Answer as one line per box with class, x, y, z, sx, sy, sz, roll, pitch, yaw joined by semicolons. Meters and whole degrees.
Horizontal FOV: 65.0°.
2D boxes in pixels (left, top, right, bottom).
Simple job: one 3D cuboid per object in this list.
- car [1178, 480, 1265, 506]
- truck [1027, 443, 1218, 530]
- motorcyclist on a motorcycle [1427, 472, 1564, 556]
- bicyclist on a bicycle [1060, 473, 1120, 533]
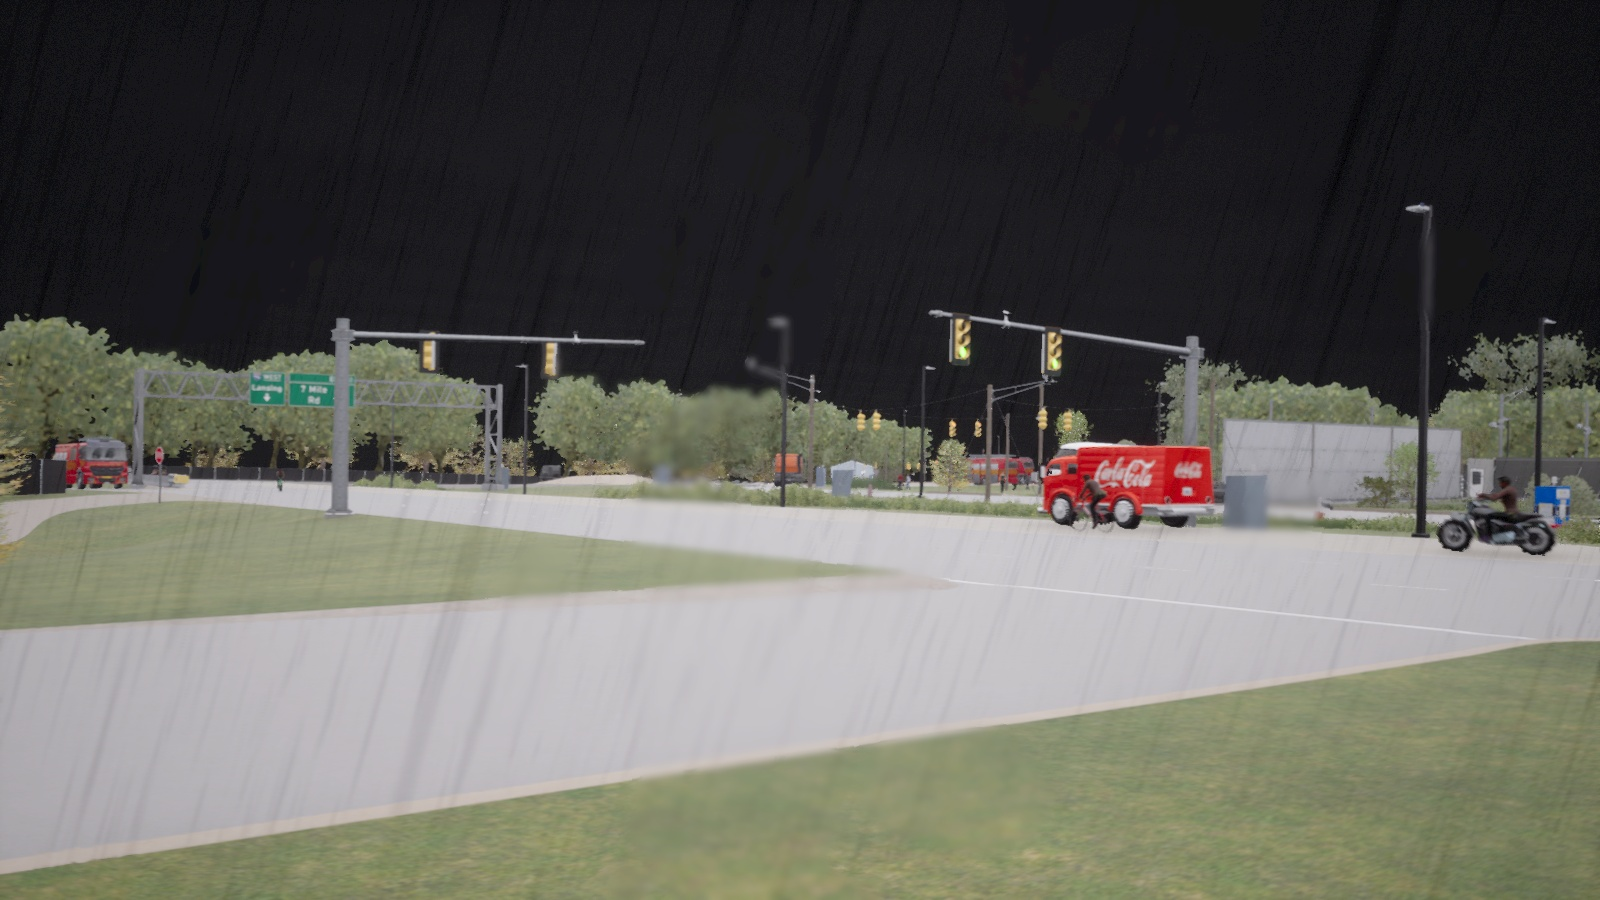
car;25.653;2.594;76.535;1.837;1.490;4.892;1;-1;-34
truck;9.767;1.074;38.421;2.627;2.467;5.204;1;-1;-35
motorcyclist on a motorcycle;14.224;1.276;25.756;0.766;1.649;2.350;1;-2;-34
bicyclist on a bicycle;8.024;1.451;34.771;0.582;1.620;1.656;1;-1;-35
